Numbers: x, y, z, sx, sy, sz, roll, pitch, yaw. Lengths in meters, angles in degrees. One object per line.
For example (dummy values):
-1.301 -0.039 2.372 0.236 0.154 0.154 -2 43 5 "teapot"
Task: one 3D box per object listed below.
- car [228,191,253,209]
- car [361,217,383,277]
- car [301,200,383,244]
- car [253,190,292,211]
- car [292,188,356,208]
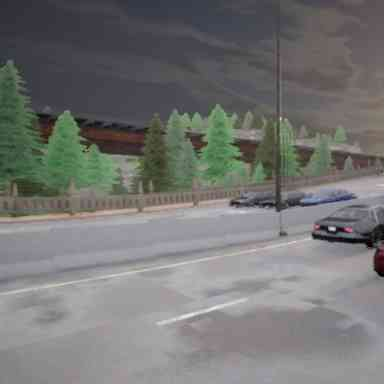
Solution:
5.726 0.584 29.581 5.357 1.411 2.033 -6 3 -35 "car"
6.364 1.353 8.300 4.181 1.385 1.994 -3 2 -35 "car"
6.889 1.189 12.967 5.357 1.411 2.033 -4 2 -35 "car"
7.753 0.585 26.728 5.357 1.411 2.033 -6 3 -35 "car"
9.762 0.516 23.861 5.008 1.535 1.882 -6 4 -35 "car"
